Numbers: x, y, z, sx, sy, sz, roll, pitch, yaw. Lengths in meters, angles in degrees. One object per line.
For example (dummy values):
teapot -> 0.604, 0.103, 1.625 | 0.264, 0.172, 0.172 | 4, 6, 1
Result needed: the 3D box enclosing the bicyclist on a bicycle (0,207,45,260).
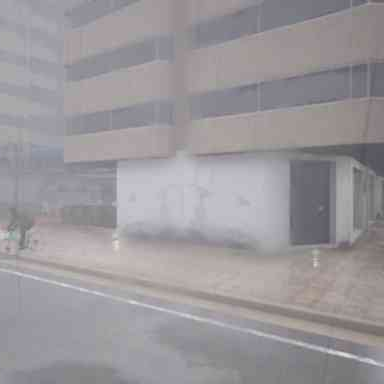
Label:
bicyclist on a bicycle -> -5.577, 1.280, 10.825 | 0.582, 1.620, 1.656 | 0, 8, 33
